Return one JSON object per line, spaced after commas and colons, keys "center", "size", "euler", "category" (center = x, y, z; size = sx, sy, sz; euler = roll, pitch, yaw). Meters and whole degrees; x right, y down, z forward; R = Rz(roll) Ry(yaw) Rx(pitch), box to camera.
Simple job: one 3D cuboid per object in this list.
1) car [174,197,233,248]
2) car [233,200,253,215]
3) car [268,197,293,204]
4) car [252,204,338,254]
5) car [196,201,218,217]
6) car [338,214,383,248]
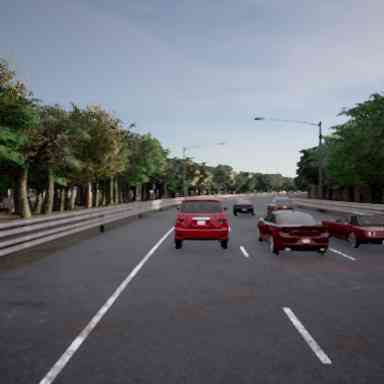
{"center": [0.450, 1.232, 15.076], "size": [2.150, 2.045, 5.566], "euler": [0, 0, 2], "category": "car"}
{"center": [5.136, 1.508, 33.693], "size": [1.882, 1.535, 5.008], "euler": [0, 0, 5], "category": "car"}
{"center": [8.503, 1.384, 31.942], "size": [2.097, 1.767, 4.553], "euler": [0, 0, 5], "category": "car"}
{"center": [3.900, 1.490, 13.590], "size": [1.882, 1.535, 5.008], "euler": [0, 0, 2], "category": "car"}
{"center": [1.530, 1.591, 32.551], "size": [1.994, 1.385, 4.181], "euler": [0, 0, 5], "category": "car"}
{"center": [7.440, 1.617, 14.758], "size": [1.895, 1.301, 4.718], "euler": [0, 0, 2], "category": "car"}
